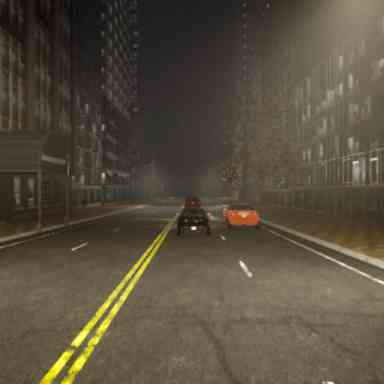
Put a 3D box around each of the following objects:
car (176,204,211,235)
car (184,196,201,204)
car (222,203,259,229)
[{"bbox_3d":[0.094,1.678,20.012,1.837,1.490,4.892,0,0,0],"label":"car"},{"bbox_3d":[0.090,1.605,46.270,2.150,2.045,5.566,0,0,0],"label":"car"},{"bbox_3d":[3.345,1.554,23.525,2.097,1.767,4.553,0,-1,0],"label":"car"}]
